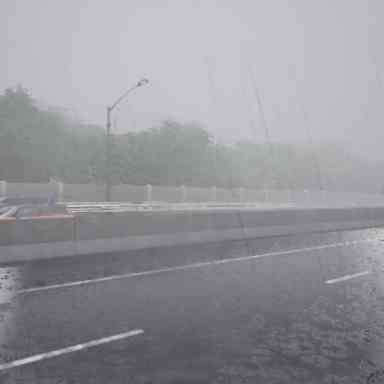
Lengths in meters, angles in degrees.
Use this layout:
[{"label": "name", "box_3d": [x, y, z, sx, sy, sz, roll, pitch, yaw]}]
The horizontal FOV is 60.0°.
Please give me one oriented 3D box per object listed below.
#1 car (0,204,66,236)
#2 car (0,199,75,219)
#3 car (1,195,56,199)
[{"label": "car", "box_3d": [-9.860, 1.500, 18.451, 5.008, 1.535, 1.882, 1, 0, -35]}, {"label": "car", "box_3d": [-7.834, 1.374, 15.596, 4.553, 1.767, 2.097, 1, 0, -35]}, {"label": "car", "box_3d": [-11.507, 1.248, 21.576, 5.566, 2.045, 2.150, 1, 0, -35]}]
